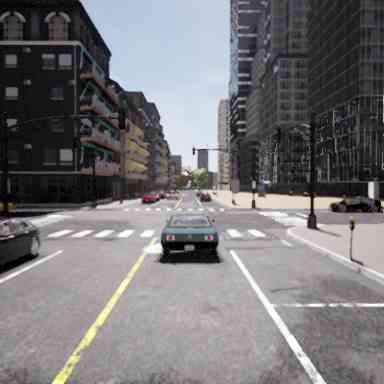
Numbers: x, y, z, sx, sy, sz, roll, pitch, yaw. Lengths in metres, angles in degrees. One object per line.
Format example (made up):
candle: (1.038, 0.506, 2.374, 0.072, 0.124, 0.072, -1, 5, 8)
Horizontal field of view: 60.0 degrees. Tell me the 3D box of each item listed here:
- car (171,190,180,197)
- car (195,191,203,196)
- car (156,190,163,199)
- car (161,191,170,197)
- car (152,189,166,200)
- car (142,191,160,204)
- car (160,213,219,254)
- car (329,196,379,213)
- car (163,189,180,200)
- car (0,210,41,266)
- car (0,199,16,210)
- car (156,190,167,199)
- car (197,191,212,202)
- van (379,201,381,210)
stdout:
car: (-3.657, 0.317, 75.469, 1.837, 1.490, 4.892, 0, 1, 0)
car: (1.889, 0.383, 87.008, 1.887, 1.381, 4.507, -1, 1, 0)
car: (-6.165, 0.725, 52.987, 1.967, 1.590, 4.097, -1, 1, 0)
car: (-6.409, 0.496, 81.230, 1.802, 1.307, 4.206, -1, 1, 0)
car: (-6.265, 0.451, 64.282, 2.192, 1.841, 5.009, -1, 1, 0)
car: (-6.114, 0.904, 47.340, 1.887, 1.381, 4.507, -1, 1, 0)
car: (-0.073, 1.427, 12.609, 1.895, 1.301, 4.718, 0, 1, 0)
car: (14.418, 1.067, 29.477, 4.313, 1.339, 1.947, 0, 2, -1)
car: (-3.572, 0.544, 59.958, 2.097, 1.767, 4.553, 0, 1, 0)
car: (-5.783, 1.423, 9.278, 2.008, 1.369, 4.403, -1, 1, 0)
car: (-18.140, 1.106, 29.140, 4.829, 1.417, 1.752, 0, 2, -1)
car: (-6.312, 0.502, 69.931, 1.967, 1.590, 4.097, -1, 1, 0)
car: (2.183, 0.827, 53.118, 1.887, 1.381, 4.507, -1, 1, 0)
van: (14.503, 1.080, 21.093, 3.998, 1.788, 1.690, 0, 2, -1)
